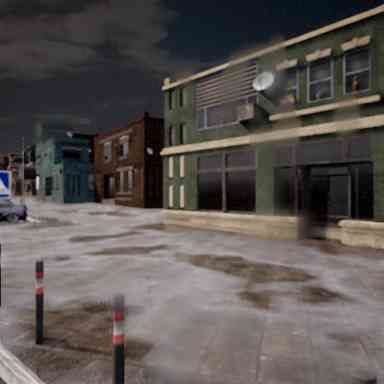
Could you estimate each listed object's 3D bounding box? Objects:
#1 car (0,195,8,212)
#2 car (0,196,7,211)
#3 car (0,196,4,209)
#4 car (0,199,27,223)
[{"bbox_3d":[-21.311,1.164,33.533,4.553,1.767,2.185,0,1,-34],"label":"car"},{"bbox_3d":[-22.974,1.257,35.915,5.008,1.535,2.097,0,1,-34],"label":"car"},{"bbox_3d":[-24.456,1.229,38.117,4.892,1.521,2.231,0,1,-34],"label":"car"},{"bbox_3d":[-13.617,1.424,22.103,4.792,1.488,2.163,0,0,-34],"label":"car"}]
